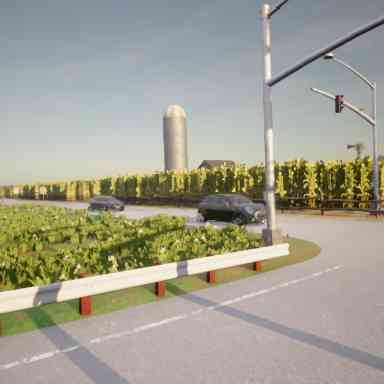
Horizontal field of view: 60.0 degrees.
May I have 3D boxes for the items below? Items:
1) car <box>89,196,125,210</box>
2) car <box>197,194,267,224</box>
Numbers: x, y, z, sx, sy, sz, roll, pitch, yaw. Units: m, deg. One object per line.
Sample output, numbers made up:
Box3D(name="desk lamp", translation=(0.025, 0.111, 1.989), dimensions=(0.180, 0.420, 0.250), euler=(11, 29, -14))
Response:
Box3D(name="car", translation=(-8.079, 1.128, 31.216), dimensions=(1.837, 1.490, 4.892), euler=(-3, 2, -40))
Box3D(name="car", translation=(2.343, 0.915, 18.917), dimensions=(2.097, 1.767, 4.553), euler=(-3, 2, -40))
